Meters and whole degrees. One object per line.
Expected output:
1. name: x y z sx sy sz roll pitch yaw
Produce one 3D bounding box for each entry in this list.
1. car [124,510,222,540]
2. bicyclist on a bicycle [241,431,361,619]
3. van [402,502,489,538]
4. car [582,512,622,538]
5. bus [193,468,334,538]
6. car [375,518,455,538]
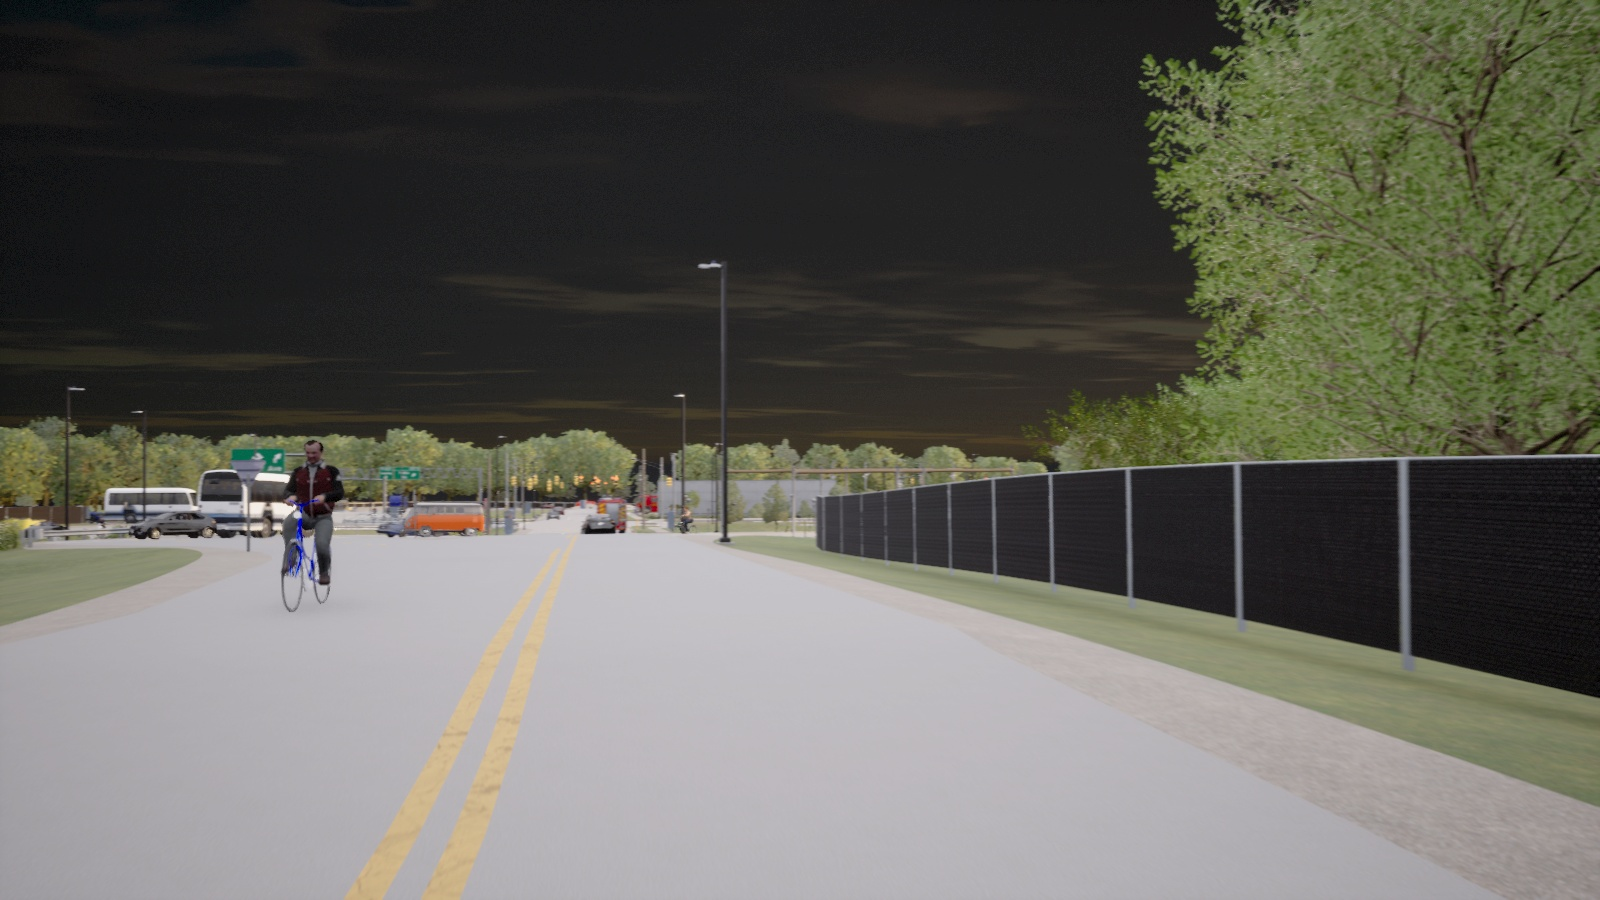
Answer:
1. car: -32.842 3.914 65.886 1.816 1.474 4.193 -4 -4 38
2. bicyclist on a bicycle: -5.056 0.753 12.841 0.659 1.776 1.843 0 -3 -7
3. van: -20.145 3.971 71.408 4.442 1.987 1.775 2 -5 -27
4. car: -12.562 4.775 79.333 2.163 1.488 4.792 0 -5 -13
5. bus: -35.047 3.605 82.689 3.944 4.253 10.273 0 -4 5
6. car: -28.622 5.810 93.501 2.033 1.411 5.357 0 -4 40
